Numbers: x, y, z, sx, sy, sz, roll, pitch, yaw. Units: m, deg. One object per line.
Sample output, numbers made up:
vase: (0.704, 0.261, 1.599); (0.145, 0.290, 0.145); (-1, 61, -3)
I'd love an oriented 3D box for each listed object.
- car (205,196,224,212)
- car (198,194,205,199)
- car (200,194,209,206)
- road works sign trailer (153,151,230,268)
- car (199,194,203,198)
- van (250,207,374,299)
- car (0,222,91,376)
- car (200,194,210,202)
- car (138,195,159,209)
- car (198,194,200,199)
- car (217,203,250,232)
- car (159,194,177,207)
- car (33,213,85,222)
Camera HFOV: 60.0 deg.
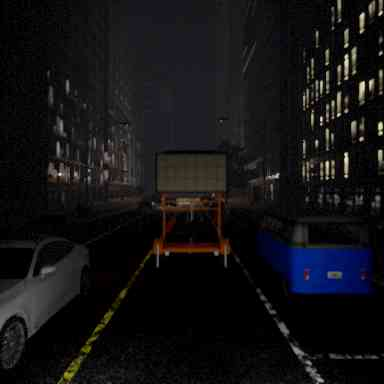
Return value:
car: (2.666, 1.467, 36.562); (1.802, 1.307, 4.206); (0, 0, 0)
car: (2.629, 1.173, 93.486); (1.887, 1.381, 4.507); (0, 0, 0)
car: (2.659, 1.395, 47.946); (2.008, 1.369, 4.403); (0, 0, 0)
road works sign trailer: (-0.008, 0.429, 11.114); (2.380, 3.560, 2.880); (0, 0, 0)
car: (2.655, 1.372, 53.639); (2.008, 1.369, 4.403); (0, 0, 0)
van: (2.685, 1.315, 8.099); (1.690, 1.788, 3.998); (0, 0, 0)
car: (-3.104, 1.507, 5.664); (1.812, 1.442, 4.674); (0, 0, 0)
car: (2.644, 1.182, 70.715); (1.967, 1.590, 4.097); (0, 0, 0)
car: (-5.719, 1.417, 42.252); (2.008, 1.369, 4.403); (0, 0, 0)
car: (2.648, 1.209, 65.023); (1.967, 1.590, 4.097); (0, 0, 0)
car: (2.677, 1.521, 19.484); (1.802, 1.307, 4.206); (0, 0, 0)
car: (-3.130, 1.394, 47.344); (2.033, 1.411, 5.357); (0, 0, 0)
car: (-5.700, 1.538, 13.789); (1.802, 1.307, 4.206); (0, 0, 0)
